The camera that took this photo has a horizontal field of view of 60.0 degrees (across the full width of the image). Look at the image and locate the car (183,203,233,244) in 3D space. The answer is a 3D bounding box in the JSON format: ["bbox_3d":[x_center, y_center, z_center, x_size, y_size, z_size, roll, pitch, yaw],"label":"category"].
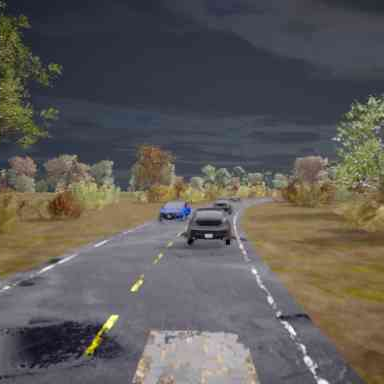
[{"bbox_3d":[0.857,1.496,15.711,1.837,1.490,4.892,0,0,4],"label":"car"}]

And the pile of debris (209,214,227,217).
[{"bbox_3d":[2.410,2.149,30.156,1.500,0.140,1.860,0,0,9],"label":"pile of debris"}]

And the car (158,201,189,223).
[{"bbox_3d":[-1.264,1.451,25.777,1.882,1.535,5.008,0,0,8],"label":"car"}]

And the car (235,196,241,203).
[{"bbox_3d":[8.567,1.442,66.825,2.033,1.411,5.357,0,0,19],"label":"car"}]

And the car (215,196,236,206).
[{"bbox_3d":[3.159,1.475,33.614,1.837,1.490,4.892,0,0,10],"label":"car"}]
